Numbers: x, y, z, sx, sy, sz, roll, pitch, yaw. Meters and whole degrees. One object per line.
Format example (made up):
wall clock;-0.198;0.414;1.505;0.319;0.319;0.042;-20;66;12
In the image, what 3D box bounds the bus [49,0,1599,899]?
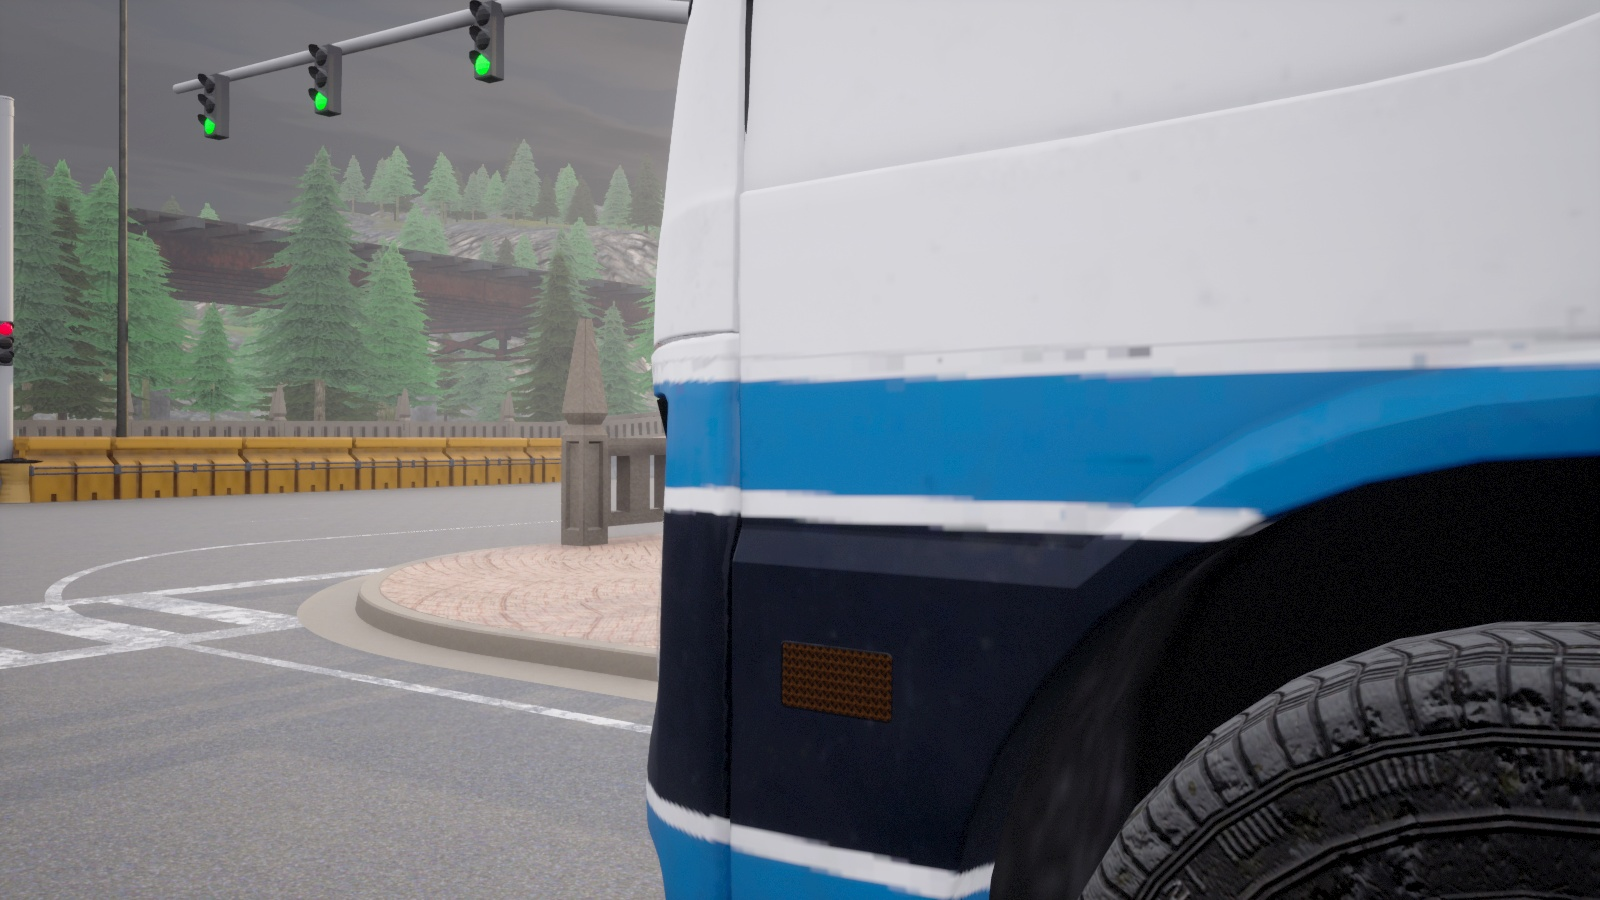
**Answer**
bus;4.151;-0.694;0.838;10.273;4.253;3.944;0;1;34
